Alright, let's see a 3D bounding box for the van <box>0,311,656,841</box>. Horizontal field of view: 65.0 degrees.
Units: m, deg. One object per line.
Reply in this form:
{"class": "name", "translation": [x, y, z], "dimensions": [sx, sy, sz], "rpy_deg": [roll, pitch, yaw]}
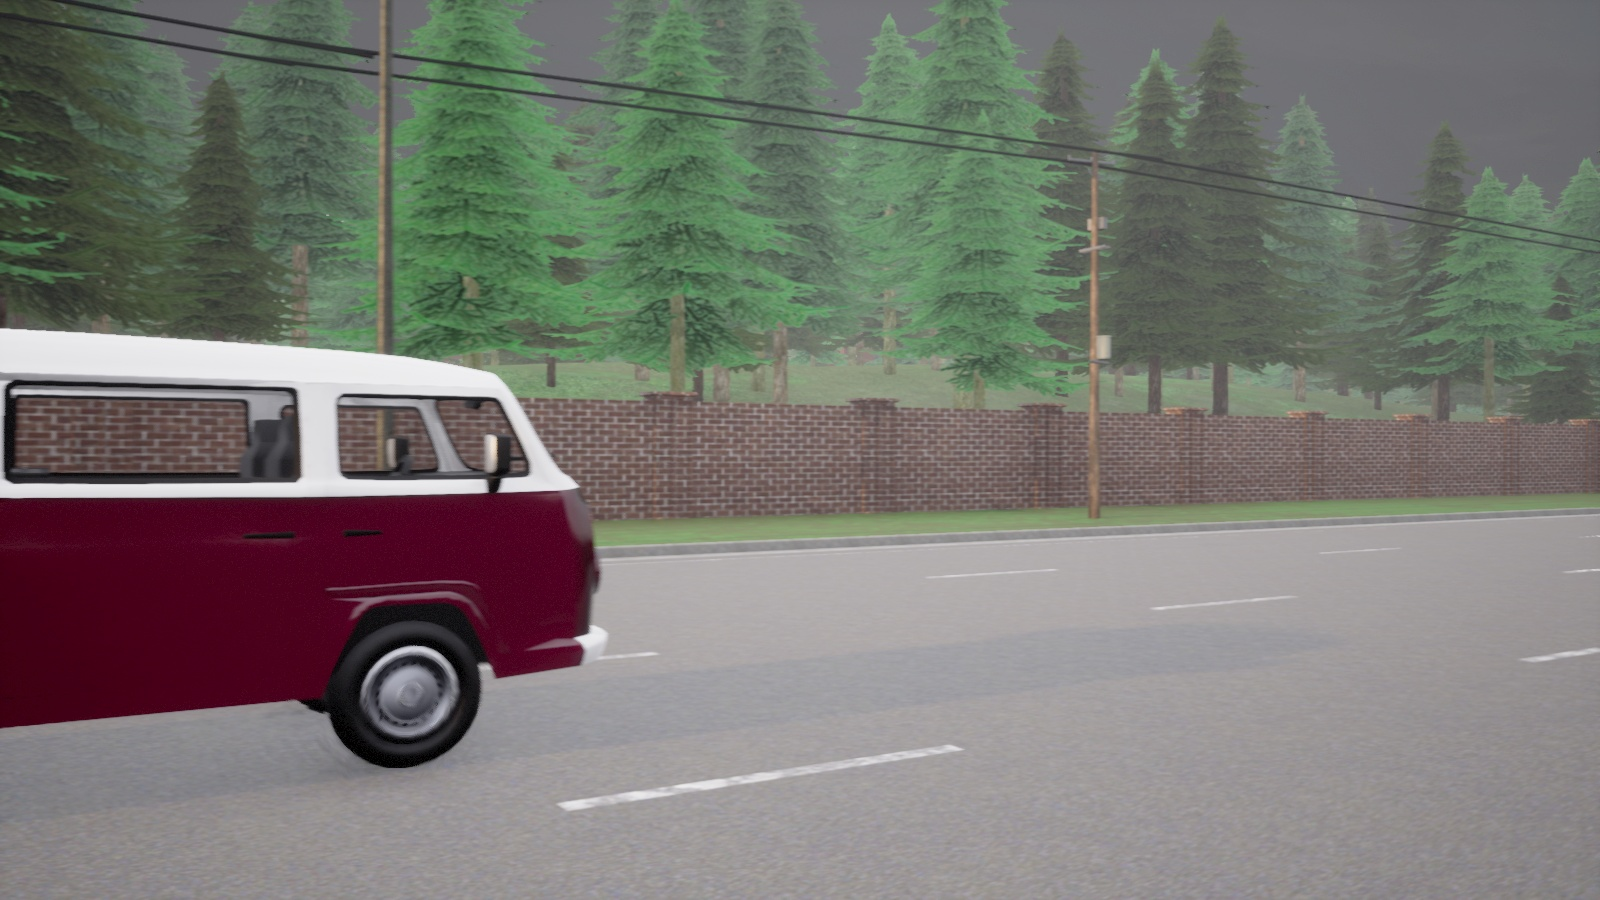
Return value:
{"class": "van", "translation": [-3.170, 0.487, 5.993], "dimensions": [4.480, 2.038, 2.069], "rpy_deg": [0, 0, -31]}
